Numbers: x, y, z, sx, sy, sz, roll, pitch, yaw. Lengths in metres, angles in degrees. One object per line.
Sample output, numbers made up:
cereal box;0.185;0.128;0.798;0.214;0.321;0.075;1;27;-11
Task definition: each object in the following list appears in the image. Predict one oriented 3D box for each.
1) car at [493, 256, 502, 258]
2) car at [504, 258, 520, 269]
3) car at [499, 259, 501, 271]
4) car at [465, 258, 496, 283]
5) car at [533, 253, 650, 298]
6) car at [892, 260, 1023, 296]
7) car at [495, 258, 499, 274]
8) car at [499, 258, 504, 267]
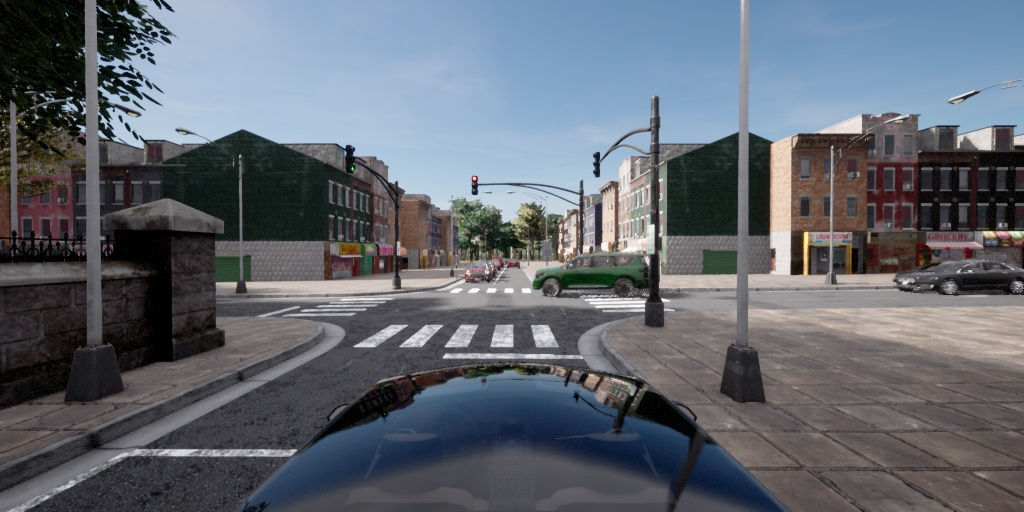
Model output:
car;-2.802;1.259;60.927;1.801;1.575;5.366;0;0;0
car;0.273;1.152;59.349;2.097;1.767;4.553;0;0;1
car;-2.500;1.335;38.986;1.948;1.339;4.313;0;0;0
car;-2.541;1.199;28.117;1.967;1.591;4.097;0;0;0
car;3.816;0.898;17.425;5.566;2.045;2.150;-1;1;15
car;20.307;0.939;16.296;4.892;1.490;1.837;-1;1;0
car;-2.520;1.204;33.551;1.967;1.591;4.097;0;0;0
car;-2.458;1.329;49.855;1.888;1.381;4.507;0;0;0
